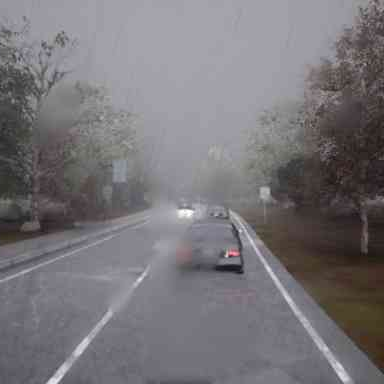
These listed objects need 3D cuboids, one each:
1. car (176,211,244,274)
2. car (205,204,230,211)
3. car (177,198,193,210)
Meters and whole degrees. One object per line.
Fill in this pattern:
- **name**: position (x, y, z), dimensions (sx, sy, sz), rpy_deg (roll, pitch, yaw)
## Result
- **car**: position (0.647, 1.571, 10.658), dimensions (2.033, 1.411, 5.357), rpy_deg (0, 0, 5)
- **car**: position (1.940, 1.615, 25.560), dimensions (2.033, 1.411, 5.357), rpy_deg (0, 0, 5)
- **car**: position (-1.003, 1.617, 45.749), dimensions (2.128, 1.511, 4.902), rpy_deg (0, 0, -2)
